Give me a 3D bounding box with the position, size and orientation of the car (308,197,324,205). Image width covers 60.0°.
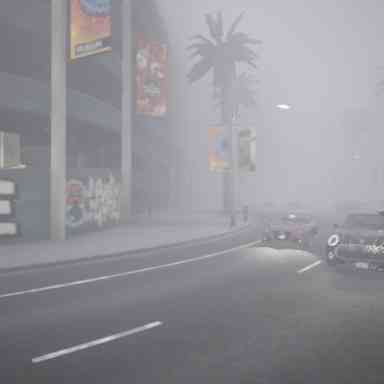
[{"bbox_3d":[29.618,1.911,80.555,2.185,1.767,4.553,0,0,7],"label":"car"}]

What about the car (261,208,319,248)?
[{"bbox_3d":[4.677,1.669,15.452,1.994,1.385,4.181,0,0,29],"label":"car"}]

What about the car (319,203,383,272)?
[{"bbox_3d":[5.906,1.432,11.003,2.097,1.767,4.553,0,0,34],"label":"car"}]

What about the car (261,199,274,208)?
[{"bbox_3d":[12.910,1.943,57.068,1.994,1.385,4.181,0,0,8],"label":"car"}]

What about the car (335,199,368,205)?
[{"bbox_3d":[17.655,1.620,37.715,2.097,1.767,4.553,0,0,8],"label":"car"}]

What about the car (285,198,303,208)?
[{"bbox_3d":[15.700,1.950,51.323,1.895,1.301,4.718,0,0,7],"label":"car"}]

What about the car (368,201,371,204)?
[{"bbox_3d":[25.955,1.850,51.409,2.231,1.521,4.892,0,0,7],"label":"car"}]
